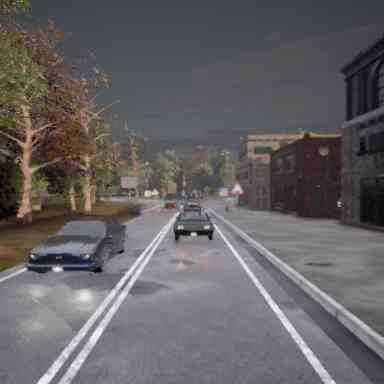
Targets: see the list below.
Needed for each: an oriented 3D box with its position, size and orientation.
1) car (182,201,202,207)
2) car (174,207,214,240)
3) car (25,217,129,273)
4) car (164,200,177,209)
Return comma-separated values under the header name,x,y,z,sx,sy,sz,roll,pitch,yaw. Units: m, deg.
name,x,y,z,sx,sy,sz,roll,pitch,yaw
car,0.024,1.732,35.227,1.837,1.490,4.892,0,-1,0
car,0.078,1.661,17.431,1.895,1.301,4.718,0,0,0
car,-3.361,1.570,10.989,2.033,1.411,5.357,0,0,0
car,-3.472,2.009,53.579,1.895,1.301,4.718,0,-1,0
